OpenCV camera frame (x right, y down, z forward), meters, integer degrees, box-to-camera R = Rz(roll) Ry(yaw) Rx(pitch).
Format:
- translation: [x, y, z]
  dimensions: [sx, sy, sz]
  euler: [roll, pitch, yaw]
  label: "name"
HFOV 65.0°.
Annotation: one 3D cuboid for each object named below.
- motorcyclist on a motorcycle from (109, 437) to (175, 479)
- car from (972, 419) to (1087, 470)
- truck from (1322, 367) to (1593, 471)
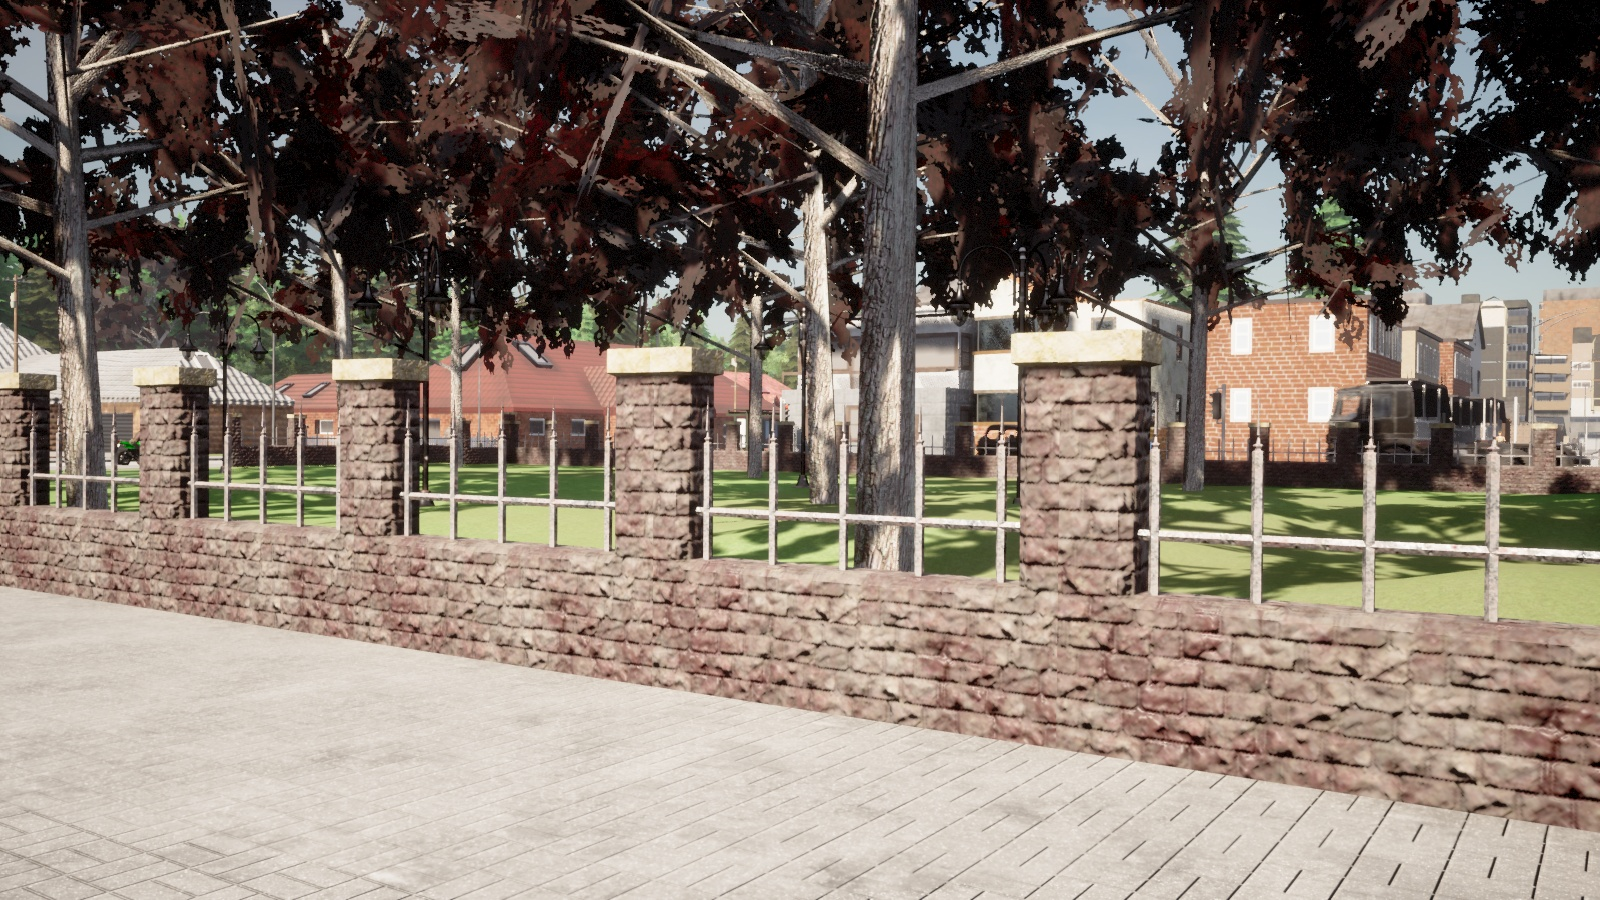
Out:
- translation: [-24.805, 0.292, 47.363]
  dimensions: [0.797, 1.523, 2.044]
  euler: [0, 1, 32]
  label: "motorcyclist on a motorcycle"
- translation: [8.734, -0.205, 47.917]
  dimensions: [3.866, 1.878, 1.905]
  euler: [0, 1, 32]
  label: "car"
- translation: [22.906, -1.061, 44.166]
  dimensions: [7.936, 3.462, 2.891]
  euler: [0, 1, 7]
  label: "truck"
